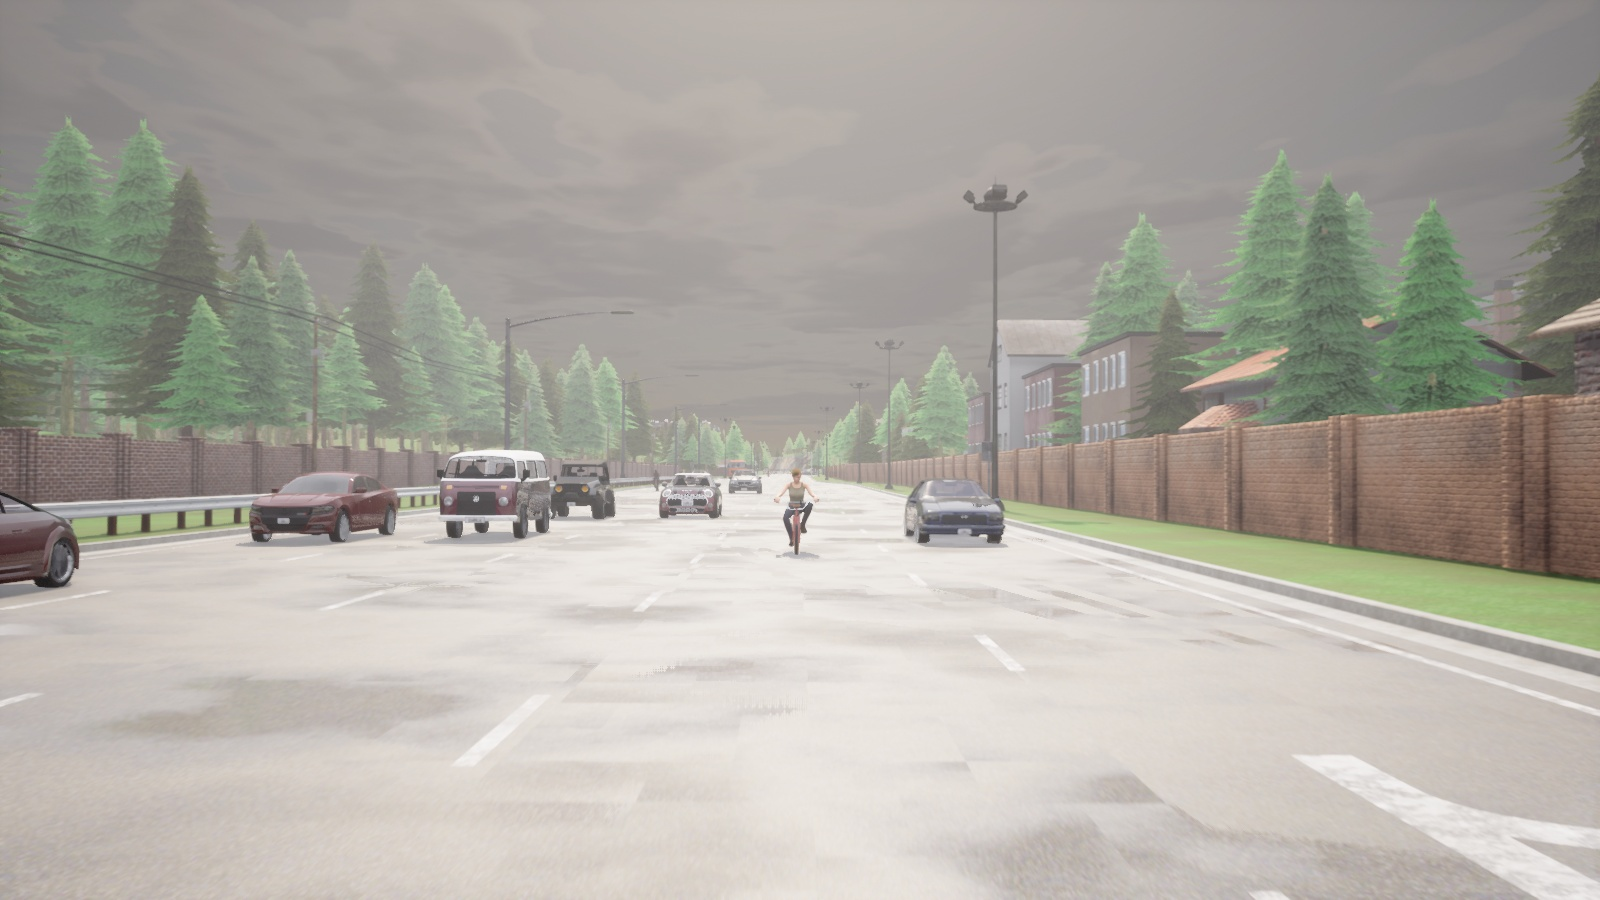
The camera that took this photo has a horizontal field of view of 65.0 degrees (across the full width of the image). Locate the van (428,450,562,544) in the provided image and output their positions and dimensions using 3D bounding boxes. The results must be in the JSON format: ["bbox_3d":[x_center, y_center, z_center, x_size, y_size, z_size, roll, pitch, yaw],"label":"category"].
[{"bbox_3d":[-7.074,1.062,29.591,2.069,2.038,4.480,0,-1,0],"label":"van"}]

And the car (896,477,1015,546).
[{"bbox_3d":[3.442,1.330,28.769,2.033,1.411,5.357,0,-1,0],"label":"car"}]

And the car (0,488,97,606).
[{"bbox_3d":[-10.537,1.171,14.963,1.994,1.385,4.181,0,-1,0],"label":"car"}]

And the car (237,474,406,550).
[{"bbox_3d":[-10.570,1.307,28.195,1.882,1.535,5.008,0,-1,0],"label":"car"}]

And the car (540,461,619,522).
[{"bbox_3d":[-7.102,1.322,40.778,1.905,1.878,3.866,0,-1,0],"label":"car"}]

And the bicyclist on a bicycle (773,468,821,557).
[{"bbox_3d":[-0.054,1.147,23.626,0.866,1.612,1.509,0,-1,0],"label":"bicyclist on a bicycle"}]

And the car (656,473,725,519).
[{"bbox_3d":[-3.604,1.498,42.001,1.970,1.475,3.806,0,-1,0],"label":"car"}]

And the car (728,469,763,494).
[{"bbox_3d":[-3.714,2.116,86.154,2.242,1.667,4.611,0,-1,0],"label":"car"}]
